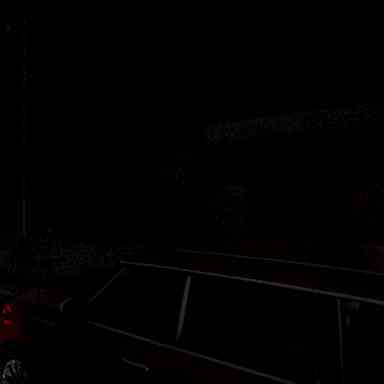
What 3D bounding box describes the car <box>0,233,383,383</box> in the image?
[{"bbox_3d":[0.255,1.315,2.896,5.009,1.841,2.192,0,0,36],"label":"car"}]
